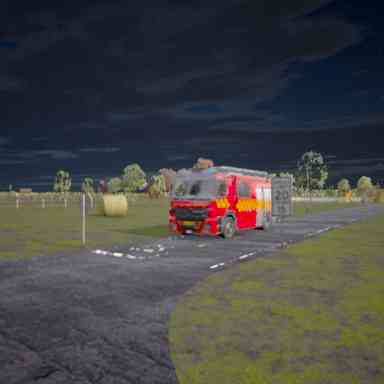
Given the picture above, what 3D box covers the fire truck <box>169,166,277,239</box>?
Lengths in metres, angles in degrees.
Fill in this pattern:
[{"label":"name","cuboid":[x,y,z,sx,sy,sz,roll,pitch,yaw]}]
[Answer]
[{"label":"fire truck","cuboid":[2.261,0.564,19.890,2.891,3.827,8.468,-1,-1,35]}]
